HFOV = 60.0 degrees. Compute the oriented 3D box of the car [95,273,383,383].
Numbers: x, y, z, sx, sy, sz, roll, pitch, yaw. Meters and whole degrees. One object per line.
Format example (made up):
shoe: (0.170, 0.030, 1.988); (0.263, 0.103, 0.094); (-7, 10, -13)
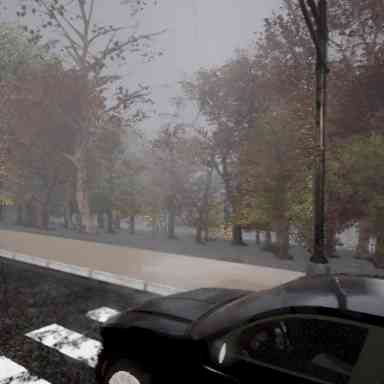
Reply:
car: (1.281, 1.476, 2.772); (5.008, 1.535, 1.882); (0, 0, 36)
